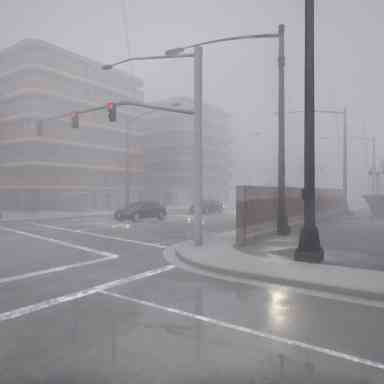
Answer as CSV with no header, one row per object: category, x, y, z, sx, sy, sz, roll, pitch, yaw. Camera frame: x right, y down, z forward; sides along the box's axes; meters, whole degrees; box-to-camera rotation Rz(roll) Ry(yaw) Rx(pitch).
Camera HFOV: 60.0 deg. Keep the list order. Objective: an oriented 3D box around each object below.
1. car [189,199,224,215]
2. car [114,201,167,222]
car,1.597,1.505,34.480,1.837,1.490,4.892,0,0,35
car,-3.996,1.505,26.359,1.837,1.490,4.892,0,0,35
